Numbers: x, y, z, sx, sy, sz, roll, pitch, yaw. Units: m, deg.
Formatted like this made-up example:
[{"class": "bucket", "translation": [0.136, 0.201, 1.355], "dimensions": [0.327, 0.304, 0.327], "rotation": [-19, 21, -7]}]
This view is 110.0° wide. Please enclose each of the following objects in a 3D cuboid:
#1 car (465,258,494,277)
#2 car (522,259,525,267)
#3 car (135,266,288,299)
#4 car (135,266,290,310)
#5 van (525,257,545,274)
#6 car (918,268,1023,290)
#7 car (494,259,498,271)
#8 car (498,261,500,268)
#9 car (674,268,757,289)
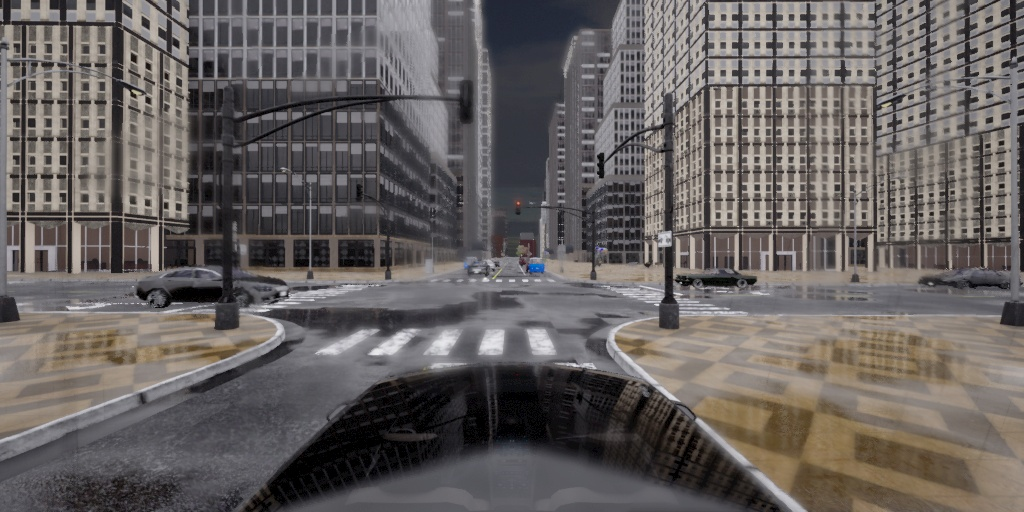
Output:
[{"class": "car", "translation": [-3.232, 1.241, 35.655], "dimensions": [2.128, 1.511, 4.902], "rotation": [0, 0, 0]}, {"class": "car", "translation": [2.618, 1.295, 45.359], "dimensions": [1.888, 1.381, 4.507], "rotation": [0, 0, 0]}, {"class": "car", "translation": [-13.819, 1.196, 16.787], "dimensions": [5.357, 1.411, 2.033], "rotation": [0, 0, -3]}, {"class": "car", "translation": [-11.109, 1.146, 13.525], "dimensions": [4.902, 1.511, 2.128], "rotation": [0, 0, -1]}, {"class": "van", "translation": [2.686, 1.090, 39.821], "dimensions": [1.690, 1.789, 3.998], "rotation": [0, 0, 0]}, {"class": "car", "translation": [31.078, 1.542, 24.360], "dimensions": [5.357, 1.411, 2.033], "rotation": [0, 0, -1]}, {"class": "car", "translation": [-3.187, 1.275, 46.751], "dimensions": [1.812, 1.442, 4.674], "rotation": [0, 0, 0]}, {"class": "car", "translation": [-3.098, 1.296, 62.936], "dimensions": [2.033, 1.411, 5.357], "rotation": [0, 0, 1]}, {"class": "car", "translation": [13.492, 1.483, 23.989], "dimensions": [4.718, 1.301, 1.895], "rotation": [0, 0, -1]}]
